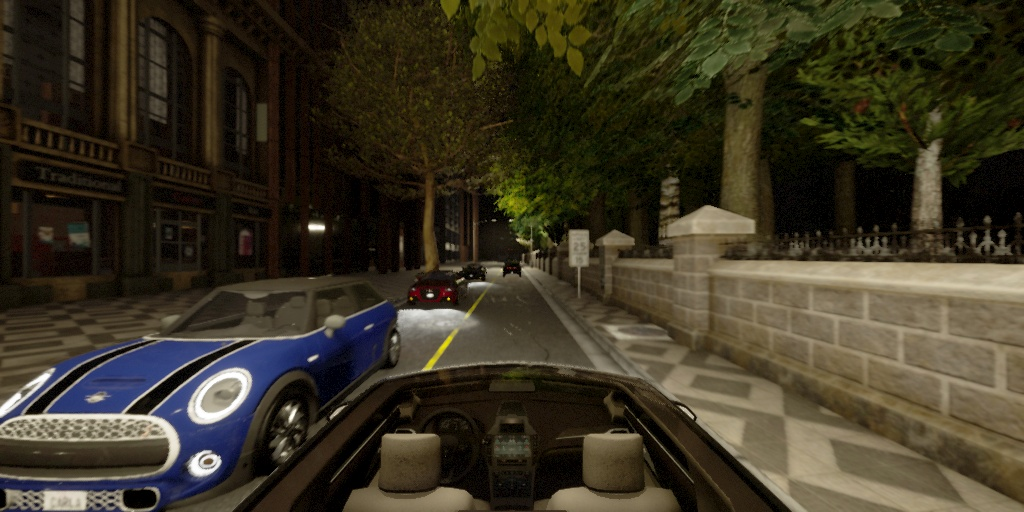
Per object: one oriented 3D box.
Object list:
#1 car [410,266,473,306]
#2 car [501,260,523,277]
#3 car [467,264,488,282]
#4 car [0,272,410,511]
[{"bbox_3d":[-3.081,1.311,15.605,1.994,1.385,4.181,0,0,1],"label":"car"},{"bbox_3d":[0.017,1.267,35.518,1.837,1.490,4.892,0,0,0],"label":"car"},{"bbox_3d":[-3.070,1.317,29.232,1.994,1.385,4.181,0,0,1],"label":"car"},{"bbox_3d":[-3.093,1.101,4.730,2.097,1.767,4.553,0,0,0],"label":"car"}]
